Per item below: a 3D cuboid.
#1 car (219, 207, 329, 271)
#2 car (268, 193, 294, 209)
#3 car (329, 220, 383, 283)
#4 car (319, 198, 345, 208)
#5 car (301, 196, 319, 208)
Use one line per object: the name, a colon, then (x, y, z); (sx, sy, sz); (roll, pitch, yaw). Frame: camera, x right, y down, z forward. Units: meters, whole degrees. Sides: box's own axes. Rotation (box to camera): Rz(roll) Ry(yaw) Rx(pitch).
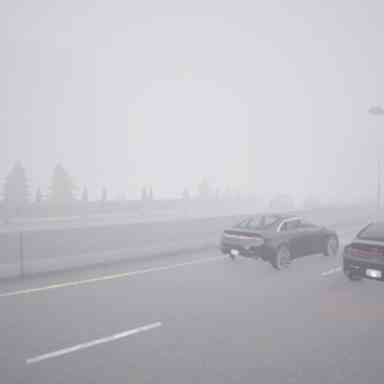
car: (3.044, 1.480, 10.995); (4.902, 1.511, 2.128); (0, 0, -41)
car: (11.697, 1.174, 43.402); (2.150, 2.045, 5.566); (0, 0, 30)
car: (5.704, 1.478, 8.687); (4.892, 1.490, 1.837); (0, 0, -41)
car: (15.708, 1.454, 36.660); (1.812, 1.442, 4.674); (0, 0, 32)
car: (15.683, 1.283, 43.471); (2.097, 1.767, 4.553); (0, 0, 29)
